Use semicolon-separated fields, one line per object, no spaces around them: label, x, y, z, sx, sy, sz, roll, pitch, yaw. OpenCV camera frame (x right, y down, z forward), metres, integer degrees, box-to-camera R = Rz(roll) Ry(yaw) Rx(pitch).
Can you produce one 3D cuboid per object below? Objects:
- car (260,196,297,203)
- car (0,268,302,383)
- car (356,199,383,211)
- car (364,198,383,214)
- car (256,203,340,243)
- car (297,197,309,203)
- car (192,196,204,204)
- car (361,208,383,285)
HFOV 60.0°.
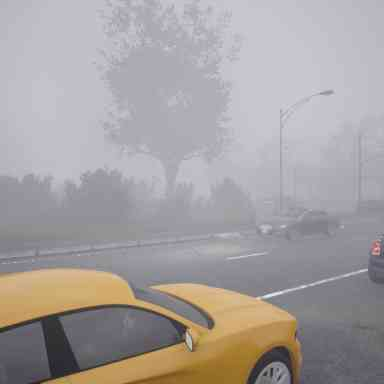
car;10.867;1.498;43.773;1.837;1.490;4.892;0;1;-32
car;-1.087;1.478;2.973;5.008;1.535;1.882;0;0;-35
car;18.327;1.492;31.924;2.128;1.511;4.902;0;0;-32
car;21.100;1.477;34.920;1.882;1.535;5.008;0;0;-38
car;5.242;1.491;16.264;4.902;1.511;2.128;0;0;-35
car;13.890;1.349;45.540;2.097;1.767;4.553;0;0;-32
car;0.281;1.285;60.136;2.097;1.767;4.553;0;0;-34
car;6.435;1.352;8.310;4.553;1.767;2.097;0;0;-35
